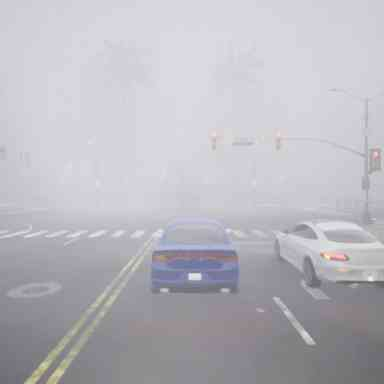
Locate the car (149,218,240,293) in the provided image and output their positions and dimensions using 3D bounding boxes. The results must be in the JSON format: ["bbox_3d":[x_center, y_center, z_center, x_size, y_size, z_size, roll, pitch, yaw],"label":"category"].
[{"bbox_3d":[0.065,1.414,8.697,1.882,1.535,5.008,0,0,0],"label":"car"}]

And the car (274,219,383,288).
[{"bbox_3d":[3.566,1.461,8.948,1.812,1.442,4.674,0,0,0],"label":"car"}]
